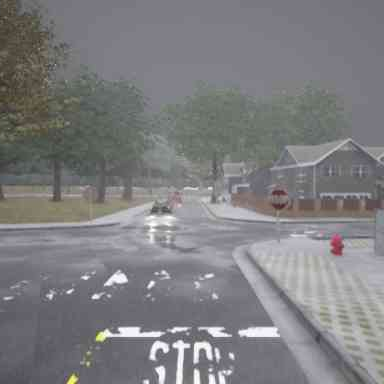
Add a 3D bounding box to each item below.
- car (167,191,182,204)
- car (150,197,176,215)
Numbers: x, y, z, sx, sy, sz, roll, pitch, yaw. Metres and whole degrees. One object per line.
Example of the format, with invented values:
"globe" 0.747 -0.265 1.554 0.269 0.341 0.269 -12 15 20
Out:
"car" -2.765 0.818 54.338 2.150 2.045 5.566 0 1 0
"car" -2.759 1.383 30.942 1.895 1.301 4.718 0 1 0
